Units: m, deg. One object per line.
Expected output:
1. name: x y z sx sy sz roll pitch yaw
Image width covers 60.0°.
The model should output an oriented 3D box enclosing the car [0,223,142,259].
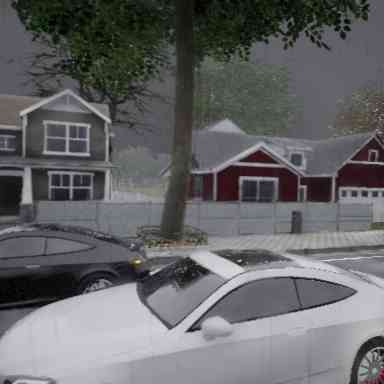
1. car: -3.070 1.321 5.999 4.674 1.442 1.812 1 1 -20

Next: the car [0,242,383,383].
1. car: 0.408 1.447 3.829 4.674 1.442 1.812 1 1 -20
